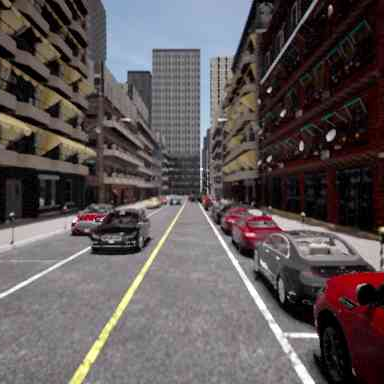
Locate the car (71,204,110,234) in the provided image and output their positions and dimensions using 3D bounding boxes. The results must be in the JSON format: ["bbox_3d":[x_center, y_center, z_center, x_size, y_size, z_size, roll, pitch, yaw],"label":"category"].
[{"bbox_3d":[-5.323,1.442,18.852,1.967,1.590,4.097,-1,0,0],"label":"car"}]

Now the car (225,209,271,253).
[{"bbox_3d":[2.558,1.584,13.323,1.802,1.307,4.206,-1,0,0],"label":"car"}]

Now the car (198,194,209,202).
[{"bbox_3d":[2.563,1.313,74.362,2.192,1.841,5.009,-1,0,0],"label":"car"}]

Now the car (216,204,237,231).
[{"bbox_3d":[2.559,1.584,18.872,1.802,1.307,4.206,-1,0,0],"label":"car"}]

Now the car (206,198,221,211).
[{"bbox_3d":[2.560,1.552,29.970,2.008,1.369,4.403,-1,0,0],"label":"car"}]

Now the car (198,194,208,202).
[{"bbox_3d":[2.564,1.311,79.911,2.192,1.841,5.009,-1,0,0],"label":"car"}]

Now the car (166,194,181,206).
[{"bbox_3d":[-2.794,1.491,56.390,2.128,1.511,4.902,0,0,0],"label":"car"}]

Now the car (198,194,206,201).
[{"bbox_3d":[2.567,1.435,85.460,1.967,1.590,4.097,-1,0,0],"label":"car"}]

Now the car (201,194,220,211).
[{"bbox_3d":[2.559,1.316,41.068,2.192,1.841,5.009,-1,0,0],"label":"car"}]

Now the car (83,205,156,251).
[{"bbox_3d":[-2.849,1.507,14.180,1.837,1.490,4.892,0,0,0],"label":"car"}]

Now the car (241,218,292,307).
[{"bbox_3d":[2.557,1.552,7.774,2.008,1.369,4.403,-1,0,0],"label":"car"}]

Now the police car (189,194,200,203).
[{"bbox_3d":[0.834,1.424,67.616,1.930,1.638,5.238,0,0,0],"label":"police car"}]

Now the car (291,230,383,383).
[{"bbox_3d":[2.553,1.316,2.225,2.192,1.841,5.009,-1,0,0],"label":"car"}]

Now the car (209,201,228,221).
[{"bbox_3d":[2.560,1.568,24.421,1.947,1.339,4.313,-1,0,0],"label":"car"}]

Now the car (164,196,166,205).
[{"bbox_3d":[-5.318,1.440,57.695,1.967,1.590,4.097,-1,0,0],"label":"car"}]

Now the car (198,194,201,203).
[{"bbox_3d":[2.565,1.581,63.264,1.802,1.307,4.206,-1,0,0],"label":"car"}]

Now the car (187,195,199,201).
[{"bbox_3d":[0.288,1.501,83.383,1.837,1.490,4.892,0,0,15],"label":"car"}]

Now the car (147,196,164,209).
[{"bbox_3d":[-5.318,1.526,46.427,1.752,1.417,4.829,-1,0,0],"label":"car"}]
